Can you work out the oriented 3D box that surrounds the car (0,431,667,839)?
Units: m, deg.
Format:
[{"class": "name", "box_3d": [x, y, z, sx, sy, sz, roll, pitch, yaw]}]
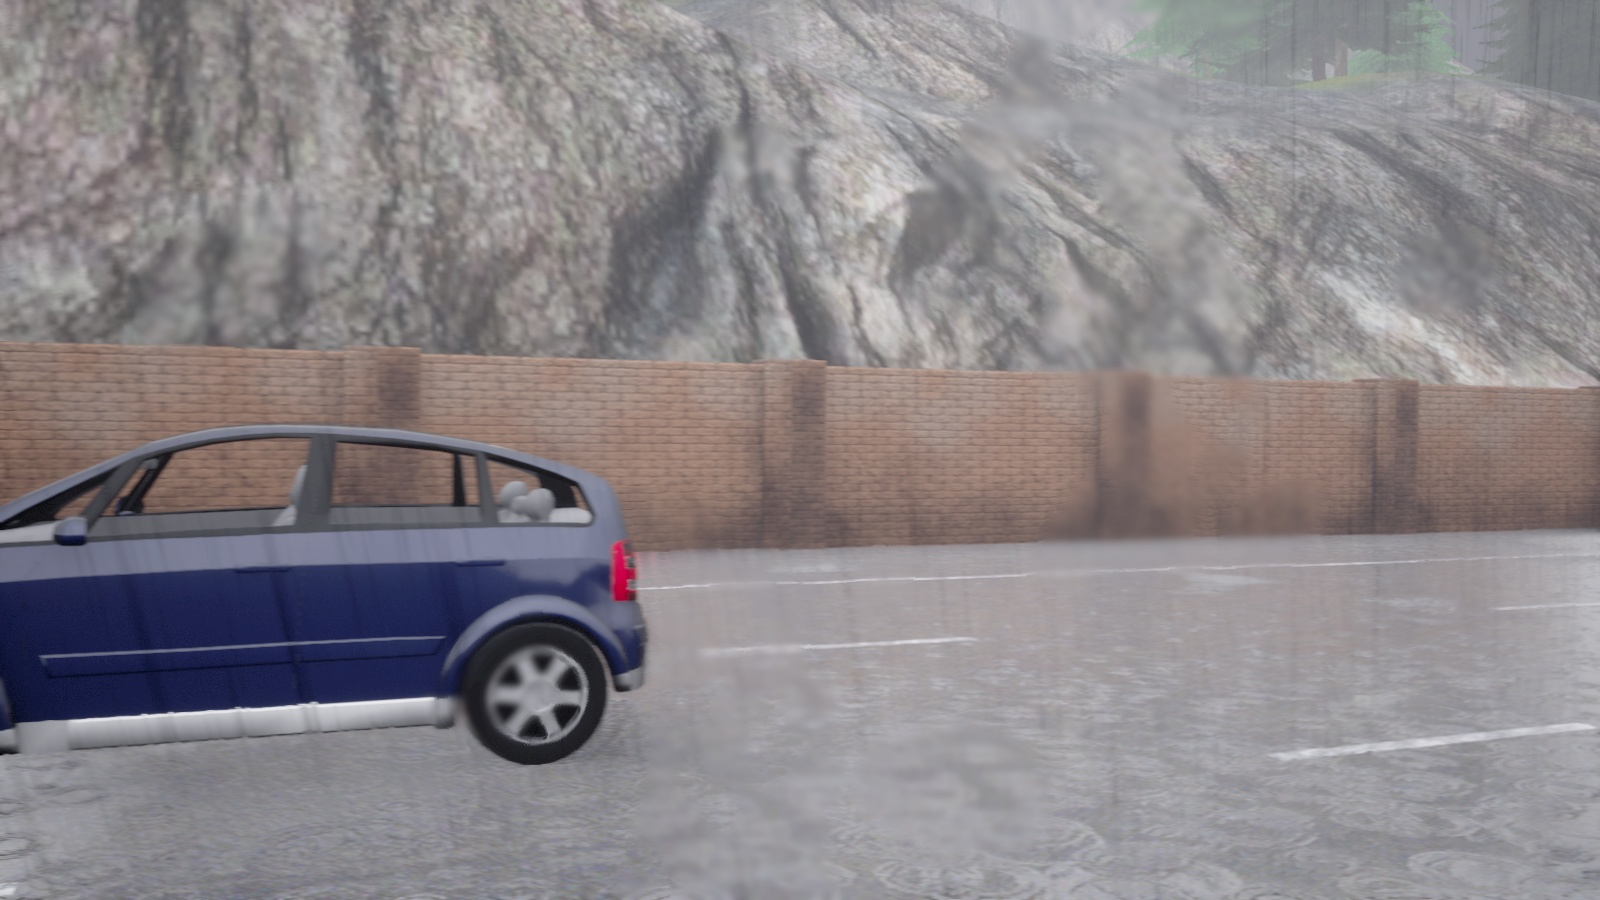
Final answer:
[{"class": "car", "box_3d": [-2.674, 0.708, 5.967, 3.705, 1.549, 1.789, -1, 1, -21]}]
